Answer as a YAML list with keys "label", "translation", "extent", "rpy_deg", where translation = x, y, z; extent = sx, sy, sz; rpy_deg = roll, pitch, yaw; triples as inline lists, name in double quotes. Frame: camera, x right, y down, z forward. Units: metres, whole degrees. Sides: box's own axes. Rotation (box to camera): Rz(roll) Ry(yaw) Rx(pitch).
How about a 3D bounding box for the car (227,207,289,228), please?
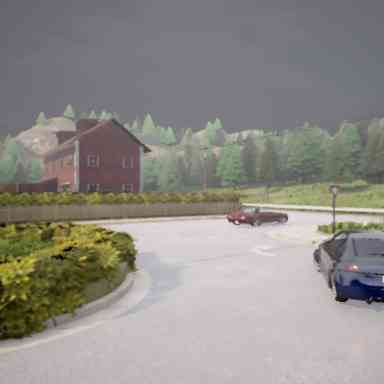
- label: "car"
  translation: [4.810, 1.745, 23.774]
  extent: [4.718, 1.301, 1.895]
  rpy_deg: [0, 0, -38]

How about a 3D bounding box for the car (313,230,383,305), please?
- label: "car"
  translation: [4.250, 1.621, 8.122]
  extent: [1.994, 1.385, 4.181]
  rpy_deg: [0, 0, 15]
